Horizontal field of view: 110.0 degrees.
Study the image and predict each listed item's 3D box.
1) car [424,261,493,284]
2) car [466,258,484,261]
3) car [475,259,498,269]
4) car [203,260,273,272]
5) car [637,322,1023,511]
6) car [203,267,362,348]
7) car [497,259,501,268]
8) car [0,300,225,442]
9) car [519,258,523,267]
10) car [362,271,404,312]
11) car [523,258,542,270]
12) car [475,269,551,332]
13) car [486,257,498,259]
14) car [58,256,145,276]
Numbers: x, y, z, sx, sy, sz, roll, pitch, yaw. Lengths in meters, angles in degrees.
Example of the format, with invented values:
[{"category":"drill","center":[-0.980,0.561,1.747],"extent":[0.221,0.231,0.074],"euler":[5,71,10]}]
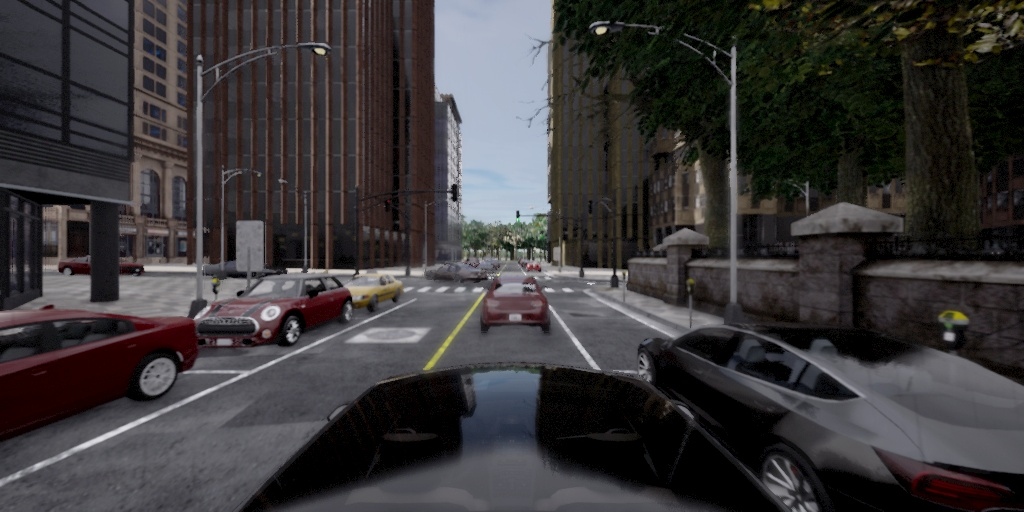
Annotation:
[{"category":"car","center":[-4.268,1.289,26.811],"extent":[5.357,1.411,2.033],"euler":[1,0,39]},{"category":"car","center":[-5.751,1.166,52.030],"extent":[2.192,1.841,5.009],"euler":[0,0,0]},{"category":"car","center":[-3.075,1.395,42.593],"extent":[1.994,1.385,4.181],"euler":[0,0,1]},{"category":"car","center":[-19.309,0.992,26.084],"extent":[5.357,1.411,2.033],"euler":[1,0,0]},{"category":"car","center":[2.763,1.319,3.709],"extent":[1.948,1.339,4.313],"euler":[0,0,0]},{"category":"car","center":[-5.761,1.203,9.166],"extent":[1.967,1.591,4.097],"euler":[0,0,0]},{"category":"car","center":[-3.067,1.454,52.588],"extent":[1.895,1.301,4.718],"euler":[0,0,0]},{"category":"car","center":[-5.762,1.298,3.709],"extent":[1.888,1.381,4.507],"euler":[0,0,0]},{"category":"car","center":[2.777,1.427,62.903],"extent":[2.007,1.370,4.403],"euler":[0,0,0]},{"category":"car","center":[-5.760,1.299,14.453],"extent":[1.751,1.417,4.829],"euler":[0,0,0]},{"category":"car","center":[2.773,1.279,46.591],"extent":[1.967,1.591,4.097],"euler":[0,0,0]},{"category":"car","center":[0.089,1.292,10.788],"extent":[1.812,1.442,4.674],"euler":[0,0,0]},{"category":"car","center":[-2.990,1.368,62.970],"extent":[2.128,1.511,4.902],"euler":[0,0,0]},{"category":"car","center":[-29.717,0.720,26.070],"extent":[5.008,1.535,1.882],"euler":[1,0,0]}]
